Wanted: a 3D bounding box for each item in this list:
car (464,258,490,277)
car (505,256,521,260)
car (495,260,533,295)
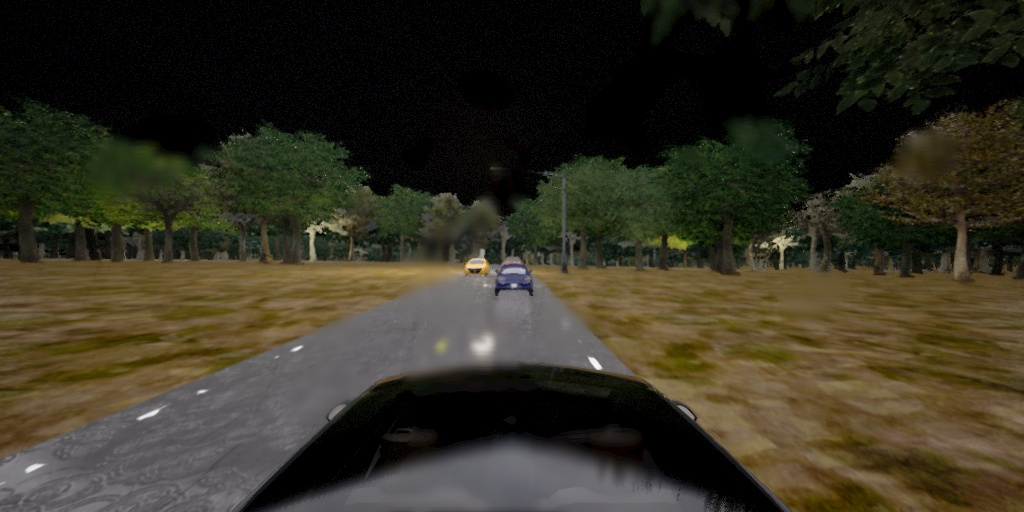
[{"bbox_3d":[-3.003,0.945,31.516,1.882,1.535,5.008,0,0,0],"label":"car"},{"bbox_3d":[0.087,0.788,35.926,2.097,1.767,4.553,0,0,0],"label":"car"},{"bbox_3d":[0.093,1.105,18.194,1.812,1.442,4.674,0,1,0],"label":"car"}]
